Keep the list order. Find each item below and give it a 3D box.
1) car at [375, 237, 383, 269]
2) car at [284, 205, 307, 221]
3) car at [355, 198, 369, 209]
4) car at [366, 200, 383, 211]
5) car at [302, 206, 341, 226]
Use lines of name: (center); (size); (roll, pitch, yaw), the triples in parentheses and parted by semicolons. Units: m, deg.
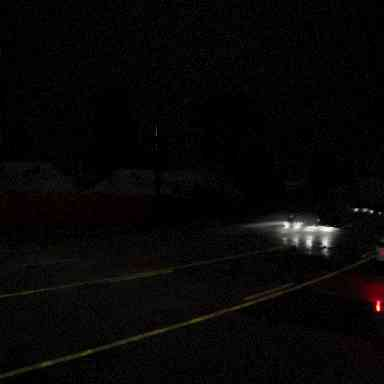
car: (7.431, 1.701, 10.907); (1.812, 1.442, 4.674); (0, -1, 42)
car: (10.724, 2.069, 33.263); (2.128, 1.511, 4.902); (-1, -1, 35)
car: (34.106, 2.241, 66.472); (2.150, 2.045, 5.566); (-1, -1, 35)
car: (31.762, 2.486, 57.020); (2.033, 1.411, 5.357); (-1, -1, 35)
car: (10.945, 2.036, 27.484); (1.994, 1.385, 4.181); (-1, -1, 35)
